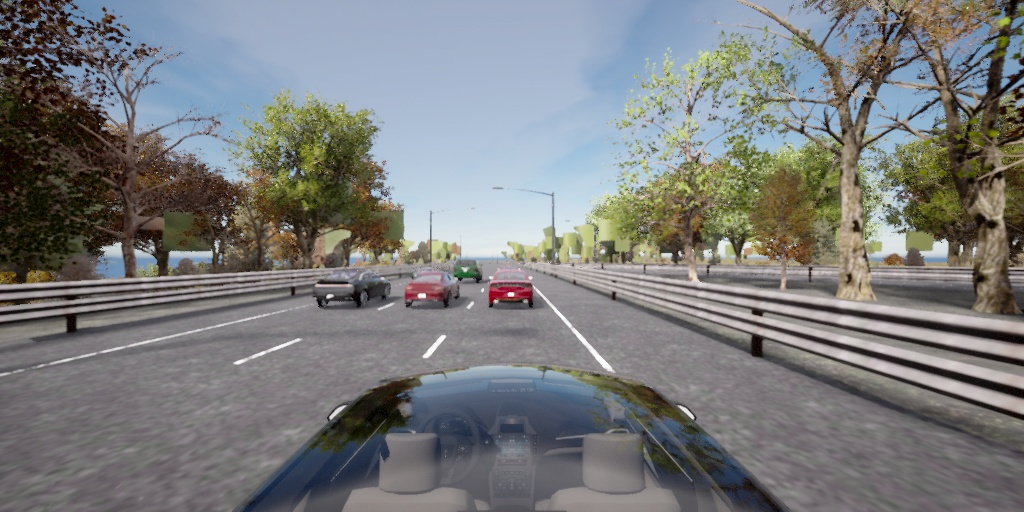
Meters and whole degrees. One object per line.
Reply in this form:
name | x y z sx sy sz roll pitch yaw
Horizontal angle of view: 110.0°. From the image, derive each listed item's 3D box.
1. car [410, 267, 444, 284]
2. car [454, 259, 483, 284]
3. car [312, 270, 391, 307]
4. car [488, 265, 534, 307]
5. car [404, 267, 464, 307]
car | -7.251 1.639 31.103 1.895 1.301 4.718 0 -1 -1
car | -3.750 1.254 31.087 2.150 2.045 5.566 0 0 -1
car | -7.049 1.382 16.279 2.128 1.511 4.902 0 0 0
car | -0.048 1.369 16.512 1.882 1.535 5.008 0 0 0
car | -3.548 1.416 16.396 1.812 1.442 4.674 0 0 0
